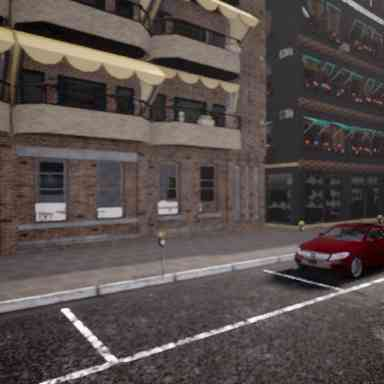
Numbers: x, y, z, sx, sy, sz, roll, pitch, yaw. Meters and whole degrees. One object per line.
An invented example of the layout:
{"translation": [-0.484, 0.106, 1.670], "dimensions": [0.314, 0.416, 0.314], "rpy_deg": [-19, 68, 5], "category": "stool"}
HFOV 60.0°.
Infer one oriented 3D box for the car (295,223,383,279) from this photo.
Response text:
{"translation": [4.901, 1.610, 10.029], "dimensions": [4.206, 1.307, 1.802], "rpy_deg": [0, -1, -35], "category": "car"}
